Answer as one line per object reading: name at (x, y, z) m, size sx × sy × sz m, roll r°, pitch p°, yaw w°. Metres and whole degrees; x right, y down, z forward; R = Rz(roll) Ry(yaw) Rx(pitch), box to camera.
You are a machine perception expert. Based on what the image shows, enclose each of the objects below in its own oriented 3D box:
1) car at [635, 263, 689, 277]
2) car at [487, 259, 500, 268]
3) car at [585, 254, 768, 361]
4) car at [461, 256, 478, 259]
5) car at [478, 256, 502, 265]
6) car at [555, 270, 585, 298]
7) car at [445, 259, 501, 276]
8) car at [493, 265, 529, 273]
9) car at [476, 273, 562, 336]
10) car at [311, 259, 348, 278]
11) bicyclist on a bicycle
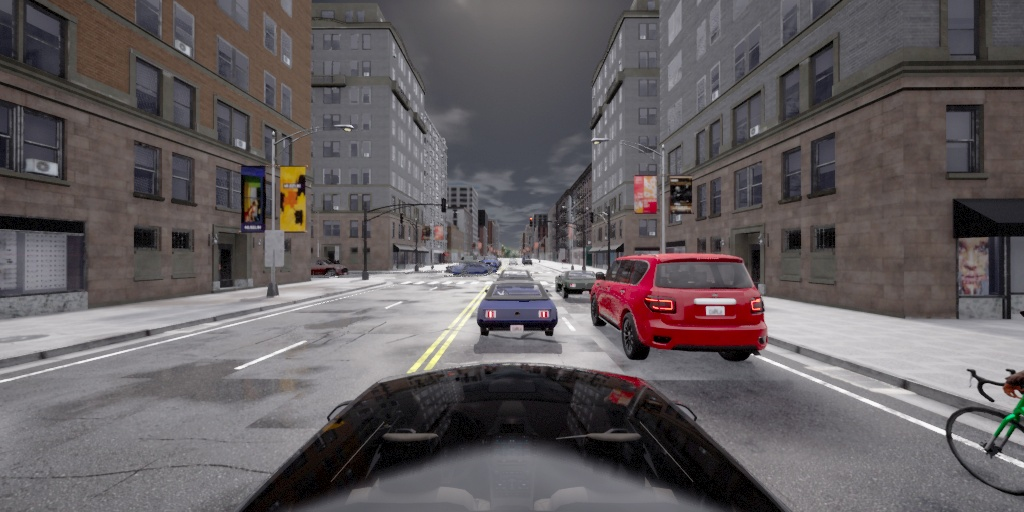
car at (15.190, 1.411, 36.487) m, size 4.718 × 1.301 × 1.895 m, roll 0°, pitch 0°, yaw 0°
car at (-3.098, 1.297, 61.284) m, size 1.812 × 1.442 × 4.674 m, roll 0°, pitch 0°, yaw 1°
car at (3.348, 0.972, 8.436) m, size 2.150 × 2.045 × 5.566 m, roll 0°, pitch 0°, yaw 2°
car at (-6.401, 0.990, 52.067) m, size 2.150 × 2.045 × 5.566 m, roll 0°, pitch 0°, yaw 0°
car at (-3.126, 0.990, 51.767) m, size 2.150 × 2.045 × 5.566 m, roll 0°, pitch 0°, yaw 2°
car at (3.309, 1.355, 18.204) m, size 1.895 × 1.301 × 4.718 m, roll 0°, pitch 0°, yaw 0°
car at (-4.170, 1.313, 36.817) m, size 5.357 × 1.411 × 2.033 m, roll 0°, pitch 0°, yaw -35°
car at (0.164, 1.355, 19.466) m, size 1.895 × 1.301 × 4.718 m, roll 0°, pitch 0°, yaw 0°
car at (0.130, 1.352, 10.361) m, size 1.895 × 1.301 × 4.718 m, roll 0°, pitch 0°, yaw 0°
car at (-17.933, 1.089, 33.793) m, size 4.553 × 1.767 × 2.097 m, roll 0°, pitch 0°, yaw 1°
bicyclist on a bicycle at (4.149, 1.203, 2.613) m, size 0.582 × 1.620 × 1.656 m, roll 0°, pitch 0°, yaw 0°
